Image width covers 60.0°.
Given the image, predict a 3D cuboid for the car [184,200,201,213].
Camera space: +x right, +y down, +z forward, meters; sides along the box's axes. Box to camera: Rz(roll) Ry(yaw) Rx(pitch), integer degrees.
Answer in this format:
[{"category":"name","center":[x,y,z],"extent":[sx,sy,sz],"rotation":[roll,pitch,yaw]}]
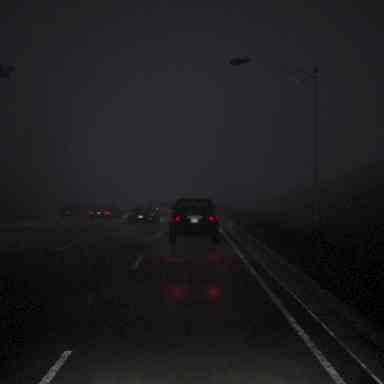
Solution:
[{"category":"car","center":[0.071,1.682,39.922],"extent":[1.895,1.301,4.718],"rotation":[0,0,0]}]

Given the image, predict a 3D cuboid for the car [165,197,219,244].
[{"category":"car","center":[0.098,1.255,16.212],"extent":[2.150,2.045,5.566],"rotation":[0,0,0]}]

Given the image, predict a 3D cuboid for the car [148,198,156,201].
[{"category":"car","center":[-6.941,1.704,59.957],"extent":[1.994,1.385,4.181],"rotation":[0,0,0]}]

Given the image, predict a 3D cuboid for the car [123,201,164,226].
[{"category":"car","center":[-3.412,1.622,24.105],"extent":[1.994,1.385,4.181],"rotation":[0,0,0]}]

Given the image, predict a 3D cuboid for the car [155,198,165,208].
[{"category":"car","center":[-3.433,1.701,44.762],"extent":[1.895,1.301,4.718],"rotation":[0,0,0]}]

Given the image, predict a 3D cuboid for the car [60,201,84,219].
[{"category":"car","center":[-10.419,1.566,30.494],"extent":[1.882,1.535,5.008],"rotation":[0,0,0]}]

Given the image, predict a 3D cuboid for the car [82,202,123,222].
[{"category":"car","center":[-6.952,1.621,27.340],"extent":[2.033,1.411,5.357],"rotation":[0,0,0]}]
